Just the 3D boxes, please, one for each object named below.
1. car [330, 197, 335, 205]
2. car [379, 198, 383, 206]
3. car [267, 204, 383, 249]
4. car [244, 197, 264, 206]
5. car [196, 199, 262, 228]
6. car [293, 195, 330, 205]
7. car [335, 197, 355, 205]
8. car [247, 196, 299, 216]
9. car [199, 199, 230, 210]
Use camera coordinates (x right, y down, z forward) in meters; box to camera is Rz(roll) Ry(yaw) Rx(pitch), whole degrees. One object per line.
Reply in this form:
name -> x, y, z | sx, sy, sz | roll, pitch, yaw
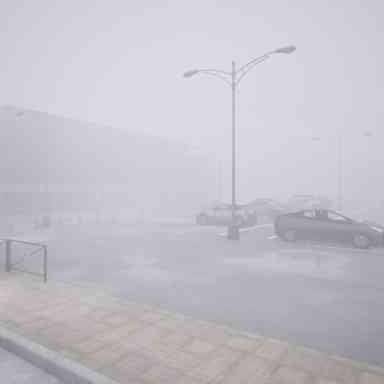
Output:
car -> 14.239, 1.289, 39.907 | 4.605, 1.855, 1.932 | 0, 0, 35
car -> 29.371, 1.576, 48.369 | 3.806, 1.475, 1.970 | 0, 0, 35
car -> 5.854, 1.490, 14.316 | 4.514, 1.523, 2.007 | 0, 0, 35
car -> 11.084, 1.702, 59.221 | 1.812, 1.442, 4.674 | 0, 0, 35
car -> 2.173, 1.424, 21.356 | 3.806, 1.475, 1.970 | 0, 0, 35
car -> 12.912, 1.268, 37.289 | 3.866, 1.878, 1.905 | 0, 0, 35
car -> 24.995, 1.565, 55.062 | 3.633, 1.501, 1.845 | 0, 0, 35
car -> 5.584, 1.345, 26.801 | 5.027, 1.636, 2.152 | 0, 0, 35
car -> 3.303, 1.722, 48.104 | 2.033, 1.411, 5.357 | 0, 0, 36
